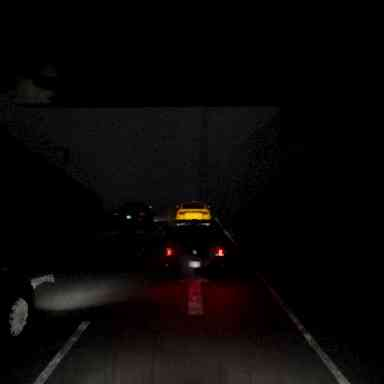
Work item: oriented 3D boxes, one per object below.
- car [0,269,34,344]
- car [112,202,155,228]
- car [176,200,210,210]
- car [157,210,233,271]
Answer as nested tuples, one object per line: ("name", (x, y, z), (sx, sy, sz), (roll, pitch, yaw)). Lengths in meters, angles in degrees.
("car", (-3.437, 1.461, 3.375), (1.837, 1.490, 4.892), (0, 1, 0))
("car", (-3.429, 1.310, 20.005), (1.994, 1.385, 4.181), (0, 0, 0))
("car", (0.072, 1.229, 19.729), (1.882, 1.535, 5.008), (0, 1, 0))
("car", (0.077, 1.469, 10.387), (1.895, 1.301, 4.718), (0, 1, 0))
